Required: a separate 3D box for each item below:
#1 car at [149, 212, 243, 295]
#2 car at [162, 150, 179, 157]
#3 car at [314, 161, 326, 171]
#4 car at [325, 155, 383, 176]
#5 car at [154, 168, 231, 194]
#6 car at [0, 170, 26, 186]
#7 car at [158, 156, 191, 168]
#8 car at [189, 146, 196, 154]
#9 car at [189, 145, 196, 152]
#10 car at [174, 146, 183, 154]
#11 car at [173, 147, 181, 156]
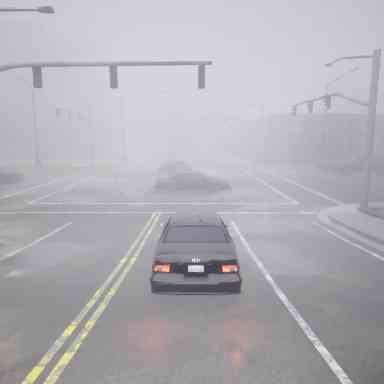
[{"bbox_3d":[0.086,1.219,8.389,2.033,1.411,5.357,0,4,0],"label":"car"},{"bbox_3d":[-3.528,-5.297,51.514,2.033,1.411,5.357,0,9,0],"label":"car"},{"bbox_3d":[16.324,-3.050,37.319,4.902,1.511,2.128,0,9,0],"label":"car"},{"bbox_3d":[17.068,-2.754,33.814,5.566,2.045,2.150,0,9,1],"label":"car"},{"bbox_3d":[0.035,-0.724,23.384,5.357,1.411,2.033,0,9,0],"label":"car"},{"bbox_3d":[-16.159,-1.242,26.923,4.718,1.301,1.895,0,9,0],"label":"car"},{"bbox_3d":[-1.728,-2.563,34.432,1.837,1.490,4.892,6,11,24],"label":"car"},{"bbox_3d":[0.108,-10.166,81.758,1.895,1.301,4.718,0,9,0],"label":"car"},{"bbox_3d":[0.121,-12.026,91.705,2.097,1.767,4.553,0,9,0],"label":"car"},{"bbox_3d":[-3.406,-8.503,71.188,2.033,1.411,5.357,0,9,0],"label":"car"},{"bbox_3d":[-3.487,-6.881,60.992,1.837,1.490,4.892,0,9,0],"label":"car"}]
